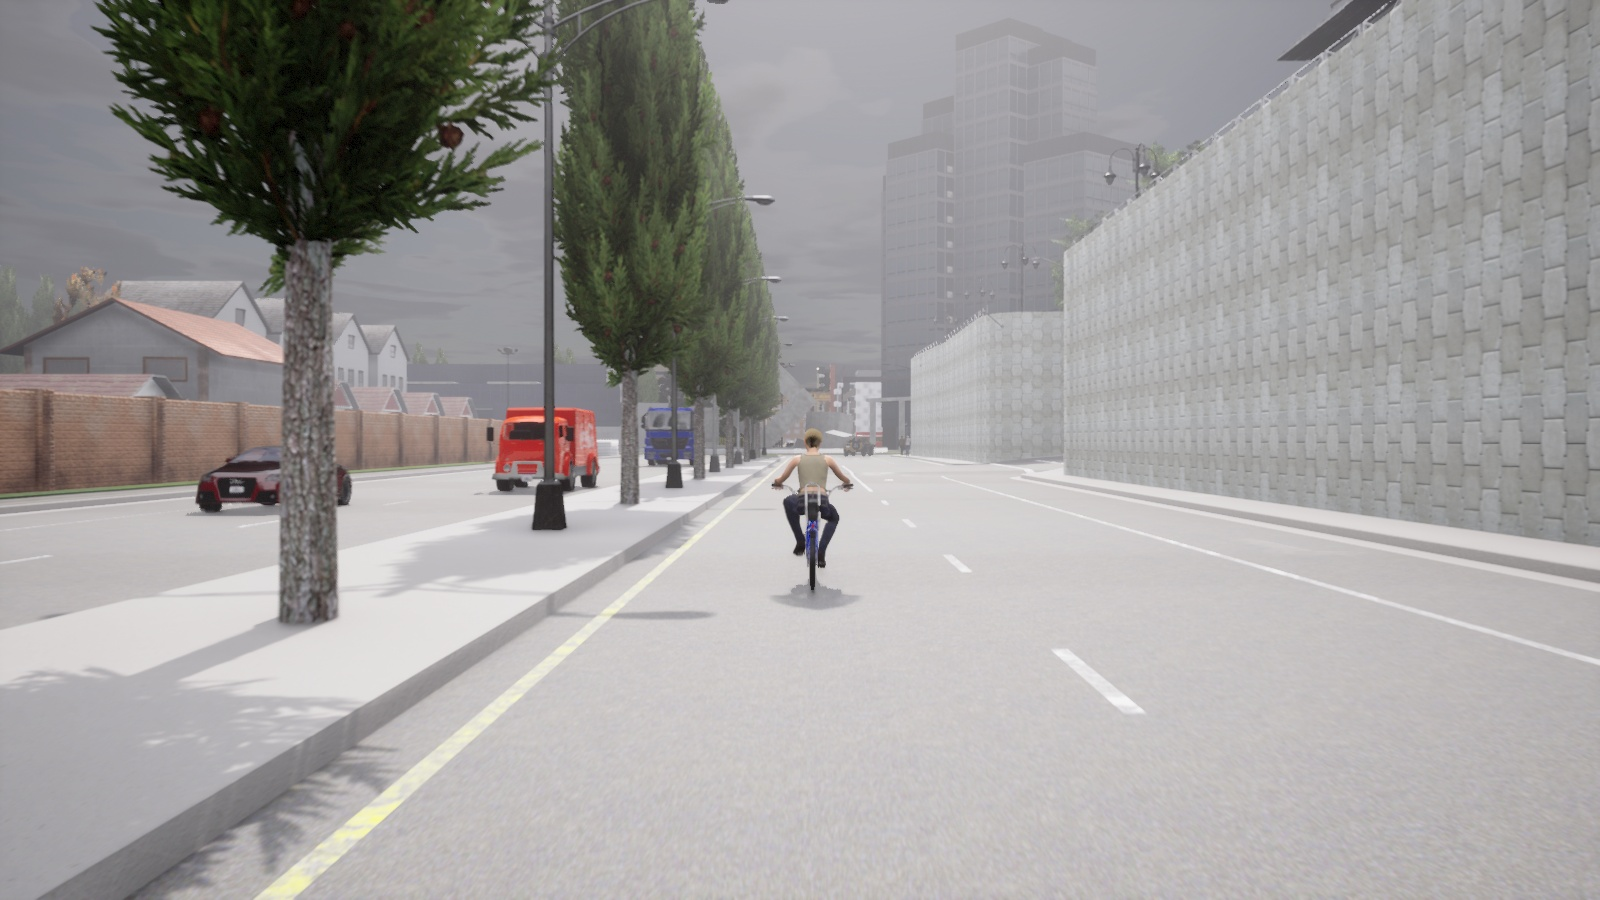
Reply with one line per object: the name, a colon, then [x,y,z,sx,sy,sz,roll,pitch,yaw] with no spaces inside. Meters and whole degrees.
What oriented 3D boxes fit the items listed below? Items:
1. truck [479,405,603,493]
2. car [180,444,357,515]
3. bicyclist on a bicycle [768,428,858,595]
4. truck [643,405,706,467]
truck: [-7.674,-0.046,37.824,2.627,2.467,5.204,0,0,0]
car: [-11.265,0.582,26.967,1.994,1.385,4.181,0,0,0]
bicyclist on a bicycle: [0.125,0.585,12.869,0.866,1.612,1.509,0,0,0]
truck: [-7.370,-0.825,74.751,2.891,3.462,7.936,0,0,0]
